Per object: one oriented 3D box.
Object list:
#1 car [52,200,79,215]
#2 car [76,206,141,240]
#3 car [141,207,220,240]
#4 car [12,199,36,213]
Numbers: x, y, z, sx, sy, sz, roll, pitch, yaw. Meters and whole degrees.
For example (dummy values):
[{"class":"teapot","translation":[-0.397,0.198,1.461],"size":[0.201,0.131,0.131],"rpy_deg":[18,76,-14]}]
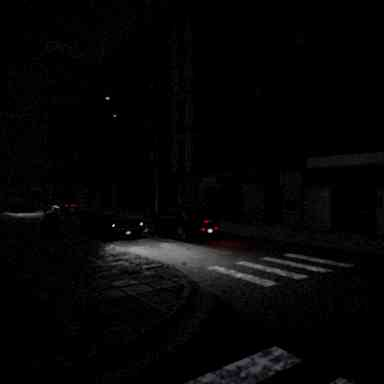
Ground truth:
[{"class":"car","translation":[-13.246,1.555,34.760],"size":[2.128,1.511,4.902],"rpy_deg":[0,0,-36]},{"class":"car","translation":[-4.324,1.641,17.625],"size":[1.895,1.301,4.718],"rpy_deg":[0,0,-36]},{"class":"car","translation":[-0.579,1.546,17.513],"size":[1.837,1.490,4.892],"rpy_deg":[0,0,-36]},{"class":"car","translation":[-19.315,1.545,38.110],"size":[1.882,1.535,5.008],"rpy_deg":[0,0,-36]}]
